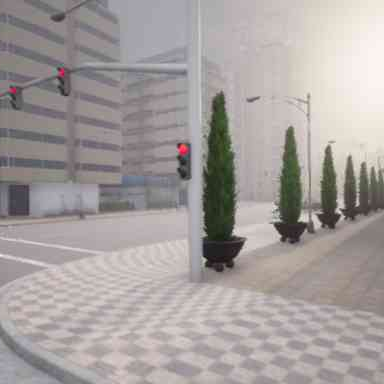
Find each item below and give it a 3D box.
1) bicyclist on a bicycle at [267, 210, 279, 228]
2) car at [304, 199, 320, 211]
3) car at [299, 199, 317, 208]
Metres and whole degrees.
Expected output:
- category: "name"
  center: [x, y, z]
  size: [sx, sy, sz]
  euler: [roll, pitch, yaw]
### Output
- category: "bicyclist on a bicycle"
  center: [5.384, 1.435, 20.598]
  size: [1.656, 1.620, 0.582]
  euler: [-1, -1, 35]
- category: "car"
  center: [15.727, 1.677, 43.643]
  size: [2.128, 1.511, 4.902]
  euler: [-1, 0, 36]
- category: "car"
  center: [19.264, 1.825, 55.002]
  size: [1.895, 1.301, 4.718]
  euler: [-1, 0, 32]
